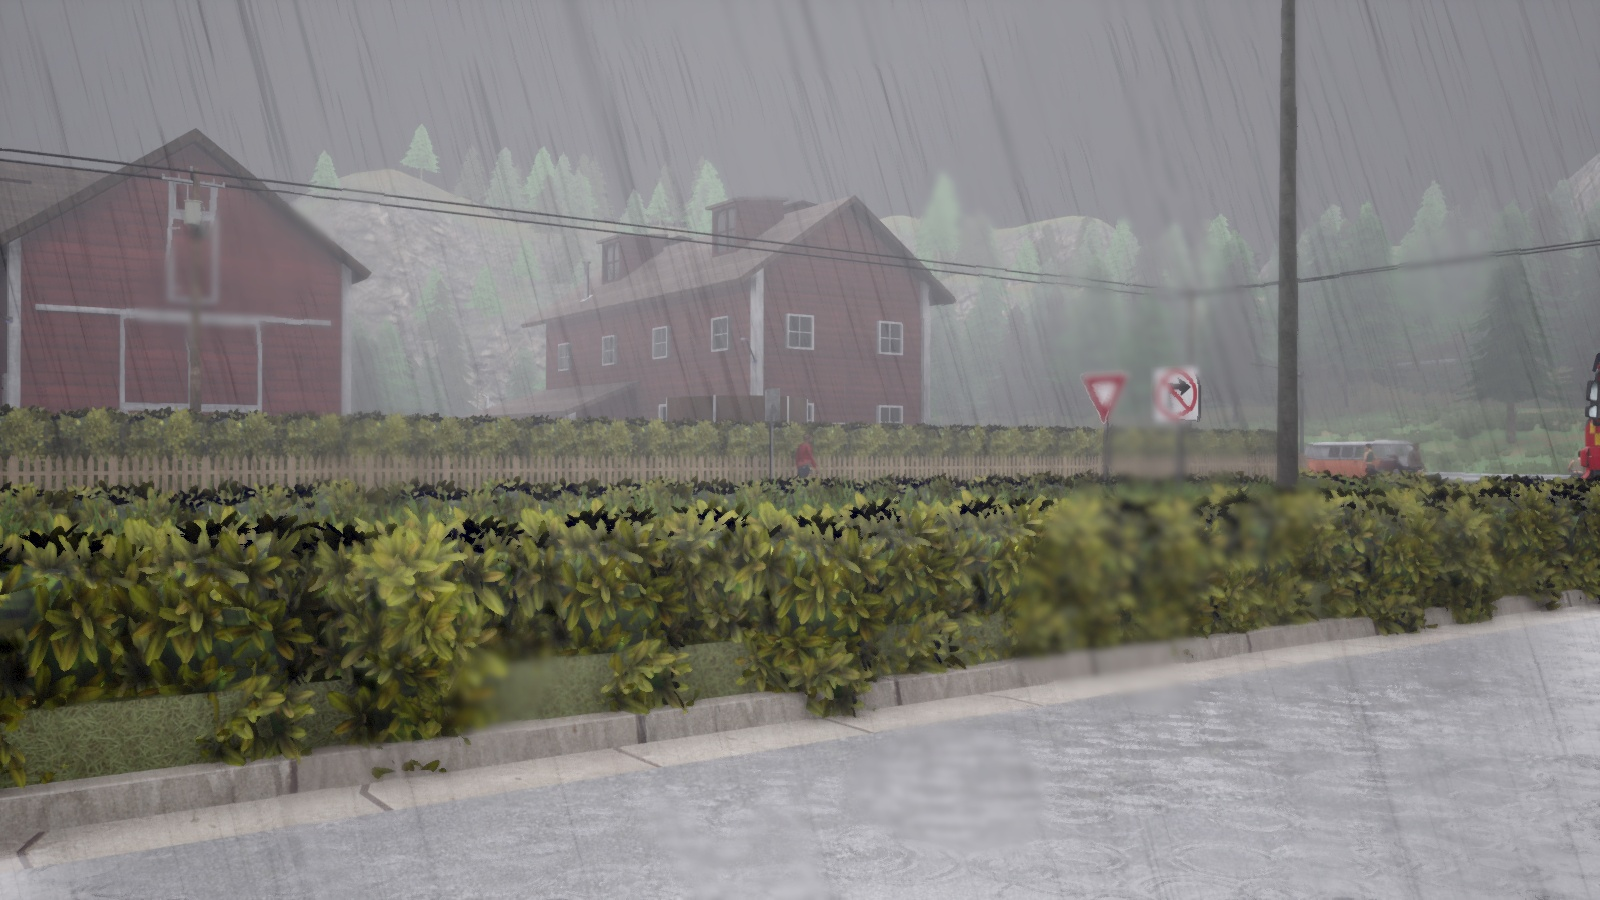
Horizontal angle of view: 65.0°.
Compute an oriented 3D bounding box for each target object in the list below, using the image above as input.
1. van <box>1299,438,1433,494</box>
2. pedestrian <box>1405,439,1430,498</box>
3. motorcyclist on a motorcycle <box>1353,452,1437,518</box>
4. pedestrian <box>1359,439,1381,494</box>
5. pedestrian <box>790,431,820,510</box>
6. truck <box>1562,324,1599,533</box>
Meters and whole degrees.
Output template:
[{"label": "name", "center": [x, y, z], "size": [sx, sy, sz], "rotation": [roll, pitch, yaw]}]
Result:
[{"label": "van", "center": [21.221, 0.568, 47.286], "size": [1.775, 1.987, 4.442], "rotation": [0, 0, -28]}, {"label": "pedestrian", "center": [19.761, 0.586, 40.177], "size": [0.331, 1.846, 0.634], "rotation": [0, 0, -33]}, {"label": "motorcyclist on a motorcycle", "center": [14.448, 0.824, 30.489], "size": [2.191, 1.530, 0.866], "rotation": [0, 0, -35]}, {"label": "pedestrian", "center": [19.403, 0.559, 42.736], "size": [0.345, 1.836, 0.594], "rotation": [0, 0, -29]}, {"label": "pedestrian", "center": [0.115, 0.472, 29.562], "size": [0.636, 1.846, 0.331], "rotation": [0, 0, -33]}, {"label": "truck", "center": [16.451, -0.406, 19.999], "size": [2.891, 3.827, 8.468], "rotation": [0, 0, -5]}]
